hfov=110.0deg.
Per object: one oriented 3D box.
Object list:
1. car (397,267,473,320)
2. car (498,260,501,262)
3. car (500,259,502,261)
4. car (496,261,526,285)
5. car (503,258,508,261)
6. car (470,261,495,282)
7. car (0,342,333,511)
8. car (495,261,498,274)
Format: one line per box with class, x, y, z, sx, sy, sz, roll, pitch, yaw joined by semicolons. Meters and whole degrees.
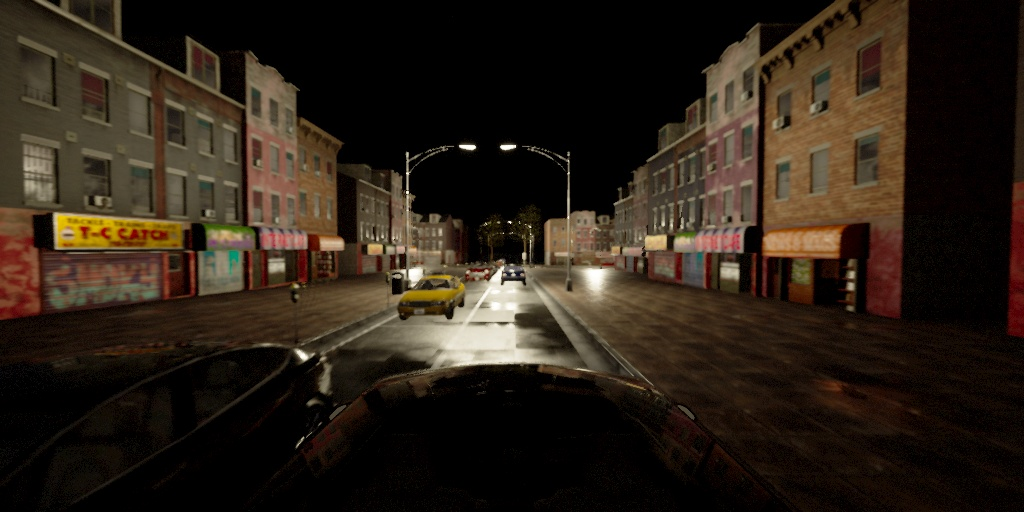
car;-2.642;1.277;12.675;1.751;1.417;4.829;0;0;0
car;-2.645;1.387;40.079;2.007;1.370;4.403;0;0;0
car;-2.646;1.414;45.527;2.007;1.370;4.403;0;0;0
car;0.097;1.329;26.691;2.033;1.411;5.357;0;0;0
car;0.094;1.362;44.341;1.837;1.490;4.892;0;0;0
car;-2.644;1.230;29.185;1.967;1.591;4.097;0;0;0
car;-2.640;1.316;1.952;1.948;1.339;4.313;0;0;0
car;-2.644;1.394;34.630;1.802;1.307;4.207;0;0;0
